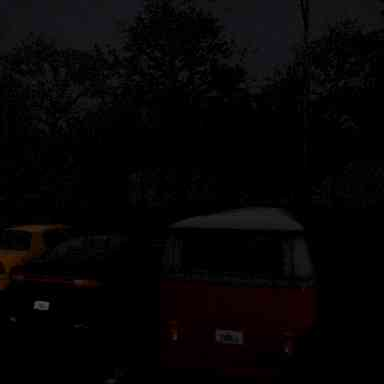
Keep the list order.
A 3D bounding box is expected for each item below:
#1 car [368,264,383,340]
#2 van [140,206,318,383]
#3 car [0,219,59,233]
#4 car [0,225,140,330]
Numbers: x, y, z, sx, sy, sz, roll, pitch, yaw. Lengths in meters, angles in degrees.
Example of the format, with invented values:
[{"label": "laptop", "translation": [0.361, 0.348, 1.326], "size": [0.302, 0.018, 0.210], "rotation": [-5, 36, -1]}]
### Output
[{"label": "car", "translation": [3.346, 1.523, 3.704], "size": [2.002, 1.452, 4.674], "rotation": [0, -1, 15]}, {"label": "van", "translation": [0.951, 1.270, 5.545], "size": [1.878, 1.987, 4.442], "rotation": [0, -1, 15]}, {"label": "car", "translation": [-3.888, 1.513, 9.027], "size": [1.946, 1.575, 5.366], "rotation": [0, -1, 15]}, {"label": "car", "translation": [-1.508, 1.504, 7.138], "size": [2.097, 1.535, 5.008], "rotation": [0, -1, 15]}]
